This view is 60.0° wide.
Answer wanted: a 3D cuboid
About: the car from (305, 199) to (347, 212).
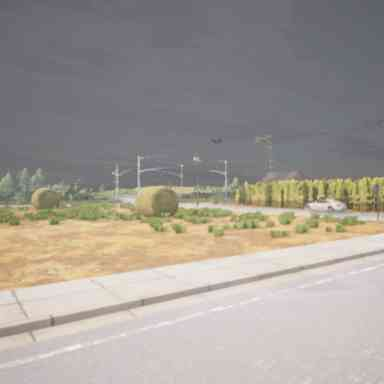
[{"bbox_3d":[14.970,1.551,37.425,1.812,1.442,4.674,0,0,-35],"label":"car"}]
